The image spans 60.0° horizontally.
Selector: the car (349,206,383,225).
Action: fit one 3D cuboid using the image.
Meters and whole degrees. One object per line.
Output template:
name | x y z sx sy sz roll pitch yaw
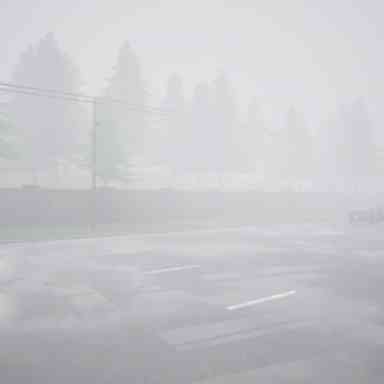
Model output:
car | 14.571 1.826 26.983 4.674 1.442 1.812 1 0 -35
